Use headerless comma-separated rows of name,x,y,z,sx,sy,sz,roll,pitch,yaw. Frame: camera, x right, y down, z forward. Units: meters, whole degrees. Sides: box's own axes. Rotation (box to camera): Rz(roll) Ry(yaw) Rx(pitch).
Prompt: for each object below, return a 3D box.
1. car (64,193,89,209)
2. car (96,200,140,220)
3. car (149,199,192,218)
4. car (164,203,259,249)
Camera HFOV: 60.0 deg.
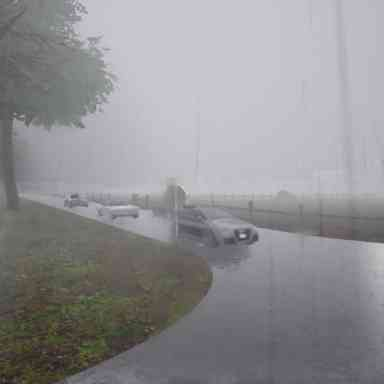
car,-12.497,0.936,35.773,1.837,1.490,4.892,-1,1,-31
car,-5.428,1.234,24.139,1.895,1.301,4.718,-1,1,-31
car,-1.377,1.156,22.764,1.837,1.490,4.892,-1,1,-30
car,0.812,1.395,13.896,1.994,1.385,4.181,-1,2,-32
